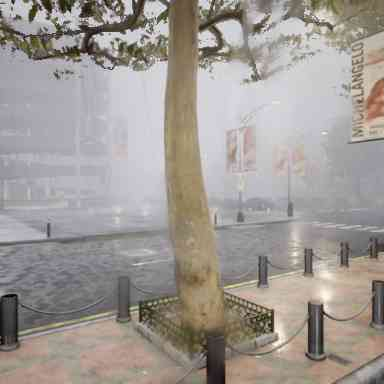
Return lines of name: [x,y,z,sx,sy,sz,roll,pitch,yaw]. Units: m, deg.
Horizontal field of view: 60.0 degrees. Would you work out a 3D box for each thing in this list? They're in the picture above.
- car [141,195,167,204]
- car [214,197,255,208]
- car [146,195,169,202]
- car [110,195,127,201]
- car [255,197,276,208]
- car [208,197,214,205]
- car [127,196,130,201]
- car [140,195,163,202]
car: [-7.237,1.505,63.795,4.892,1.490,1.837,0,0,40]
car: [5.980,1.547,47.423,2.033,1.411,5.357,0,0,-35]
car: [-7.932,1.525,77.283,4.902,1.511,2.128,0,0,26]
car: [-18.488,1.427,77.735,5.008,1.535,1.882,0,0,12]
car: [9.825,1.504,48.023,1.837,1.490,4.892,0,0,-36]
car: [4.178,1.547,55.966,2.033,1.411,5.357,0,0,-36]
car: [-17.525,1.440,81.099,4.892,1.490,1.837,0,0,12]
car: [-8.956,1.477,73.872,5.008,1.535,1.882,0,0,30]
